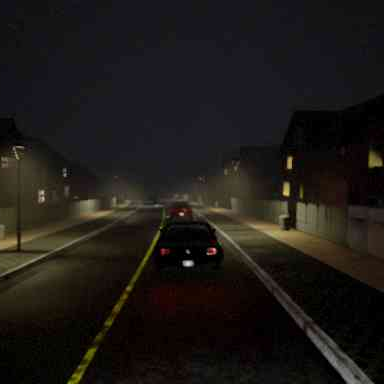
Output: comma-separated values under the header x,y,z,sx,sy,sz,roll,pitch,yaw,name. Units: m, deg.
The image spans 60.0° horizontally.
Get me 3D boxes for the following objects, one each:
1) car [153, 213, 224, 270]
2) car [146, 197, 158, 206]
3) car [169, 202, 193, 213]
x,y,z,sx,sy,sz,roll,pitch,yaw,name
-0.145,1.586,10.943,1.895,1.301,4.718,0,0,-1,car
-6.843,1.564,57.595,1.812,1.442,4.674,-1,0,-7,car
-0.914,1.505,27.313,1.812,1.442,4.674,0,0,-3,car
